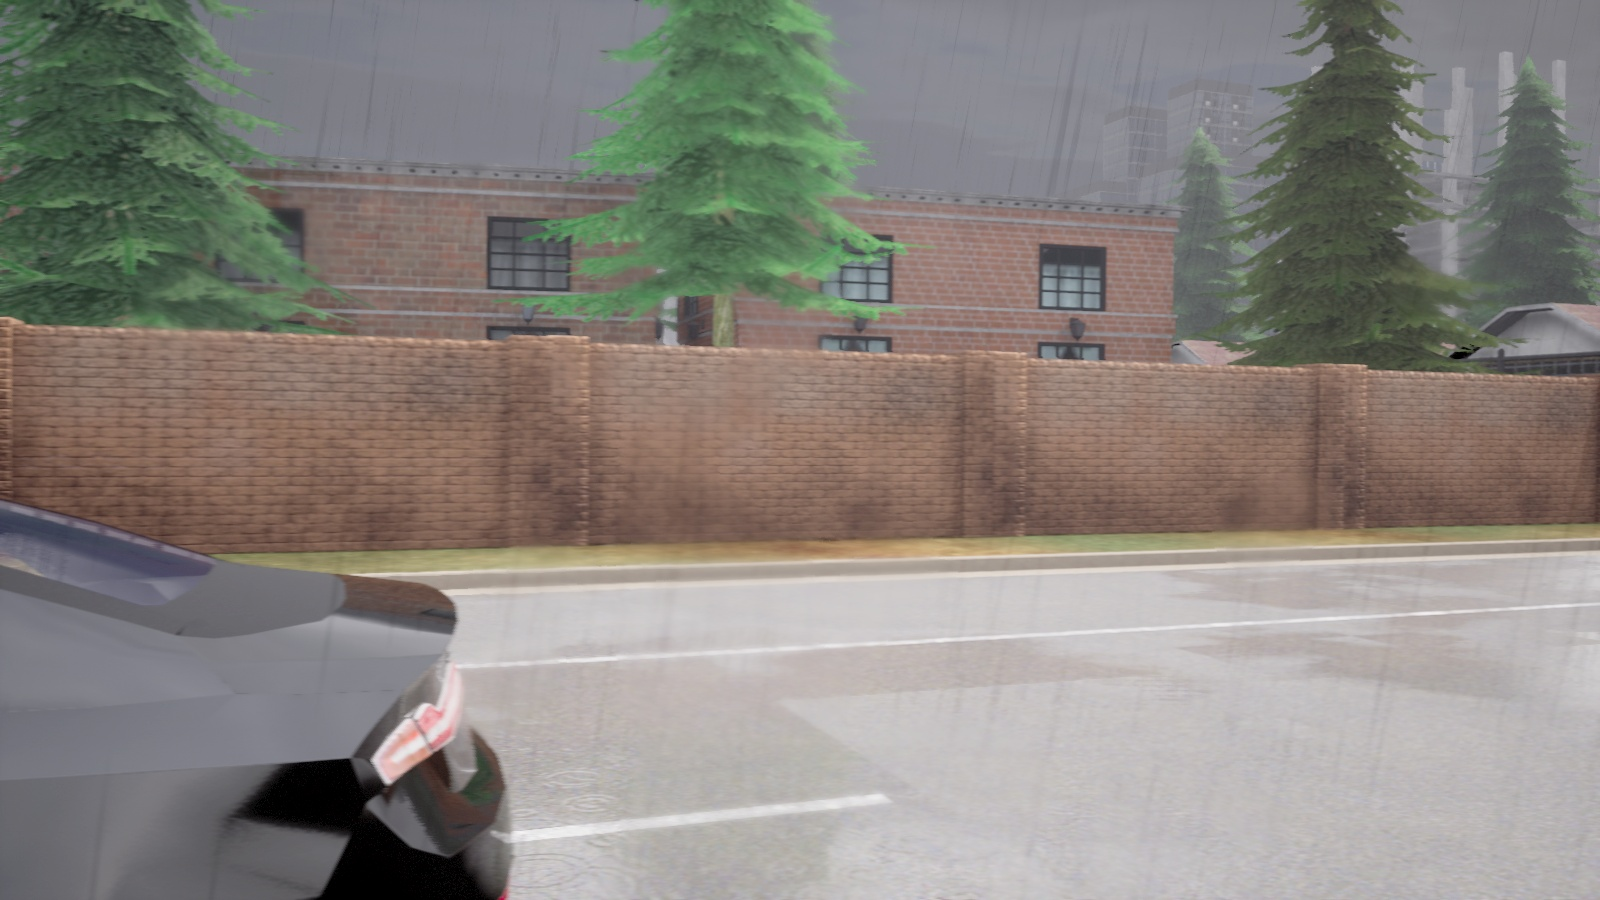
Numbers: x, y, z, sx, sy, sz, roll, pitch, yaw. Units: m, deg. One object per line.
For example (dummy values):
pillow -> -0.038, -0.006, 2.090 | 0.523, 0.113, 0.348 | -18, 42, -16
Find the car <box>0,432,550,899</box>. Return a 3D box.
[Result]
car -> -3.054, 0.753, 2.073 | 4.902, 1.511, 2.128 | -1, 1, -21
